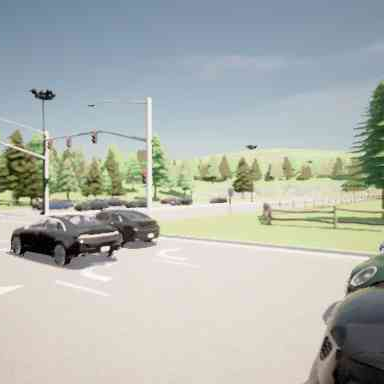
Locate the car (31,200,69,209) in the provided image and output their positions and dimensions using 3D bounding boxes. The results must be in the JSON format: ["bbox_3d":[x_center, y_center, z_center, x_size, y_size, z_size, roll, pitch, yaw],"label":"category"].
[{"bbox_3d":[-18.632,1.721,44.772,2.033,1.411,5.357,0,0,35],"label":"car"}]

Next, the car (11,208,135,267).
[{"bbox_3d":[-4.561,1.536,11.702,4.902,1.511,2.128,0,0,38],"label":"car"}]

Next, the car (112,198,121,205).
[{"bbox_3d":[-12.899,1.722,53.016,2.033,1.411,5.357,0,0,35],"label":"car"}]

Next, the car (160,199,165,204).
[{"bbox_3d":[-4.420,1.738,65.092,1.994,1.385,4.181,0,0,36],"label":"car"}]

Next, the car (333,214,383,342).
[{"bbox_3d":[4.745,1.348,4.907,4.553,1.767,2.097,0,0,35],"label":"car"}]

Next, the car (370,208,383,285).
[{"bbox_3d":[6.836,1.346,7.714,4.553,1.767,2.097,0,0,35],"label":"car"}]

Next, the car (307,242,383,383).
[{"bbox_3d":[3.447,1.210,1.535,5.566,2.045,2.150,-1,0,35],"label":"car"}]

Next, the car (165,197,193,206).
[{"bbox_3d":[-1.783,1.637,56.728,2.128,1.511,4.902,0,0,35],"label":"car"}]

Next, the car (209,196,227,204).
[{"bbox_3d":[5.191,1.639,66.592,2.128,1.511,4.902,0,0,35],"label":"car"}]

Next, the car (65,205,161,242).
[{"bbox_3d":[-3.603,1.556,15.369,4.892,1.490,1.837,0,0,38],"label":"car"}]

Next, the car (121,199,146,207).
[{"bbox_3d":[-7.726,1.709,48.215,1.994,1.385,4.181,0,0,34],"label":"car"}]

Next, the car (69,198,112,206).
[{"bbox_3d":[-12.496,1.708,41.334,1.994,1.385,4.181,0,0,35],"label":"car"}]
